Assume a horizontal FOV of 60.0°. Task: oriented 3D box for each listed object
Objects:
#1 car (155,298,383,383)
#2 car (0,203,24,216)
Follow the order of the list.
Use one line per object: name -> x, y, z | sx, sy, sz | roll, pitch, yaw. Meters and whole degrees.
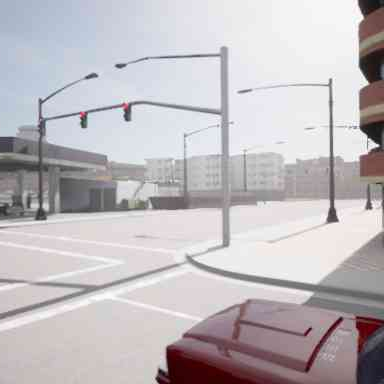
car -> 1.992, 1.598, 2.555 | 4.718, 1.301, 1.895 | -1, 0, 36
car -> -20.852, 1.934, 37.743 | 3.806, 1.475, 1.970 | -1, -1, 36
